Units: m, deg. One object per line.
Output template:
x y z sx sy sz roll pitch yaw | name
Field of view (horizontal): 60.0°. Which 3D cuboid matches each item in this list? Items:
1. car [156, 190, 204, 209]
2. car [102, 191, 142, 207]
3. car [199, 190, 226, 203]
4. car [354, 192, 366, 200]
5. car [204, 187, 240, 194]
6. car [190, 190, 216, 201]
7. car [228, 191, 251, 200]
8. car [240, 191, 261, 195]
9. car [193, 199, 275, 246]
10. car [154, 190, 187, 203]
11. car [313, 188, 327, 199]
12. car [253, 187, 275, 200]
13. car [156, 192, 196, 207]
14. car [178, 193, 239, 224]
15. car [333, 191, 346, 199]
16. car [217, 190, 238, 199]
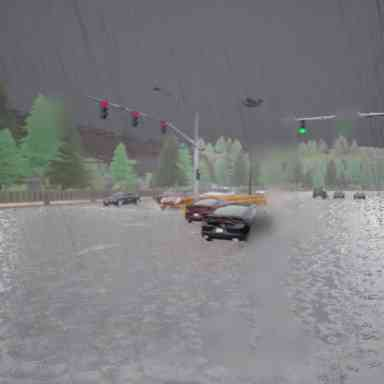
-1.031 0.699 31.053 2.097 1.767 4.553 1 1 28 | car
-7.155 0.702 34.448 1.837 1.490 4.892 1 1 28 | car
2.898 0.575 45.904 1.882 1.535 5.008 1 1 28 | car
31.363 0.693 62.219 1.994 1.385 4.181 1 1 28 | car
3.452 0.456 39.510 2.150 2.045 5.566 1 1 28 | car
1.741 0.467 51.133 2.128 1.511 4.902 1 1 28 | car
7.920 0.520 55.295 2.033 1.411 5.357 1 1 28 | car
7.895 0.688 47.821 1.994 1.385 4.181 1 1 29 | car
2.150 1.209 14.178 1.882 1.535 5.008 1 1 28 | car
-2.707 0.563 42.836 1.882 1.535 5.008 1 1 28 | car
25.148 0.218 65.422 2.150 2.045 5.566 1 1 28 | car
12.236 0.236 55.987 2.150 2.045 5.566 1 1 29 | car
-1.687 0.759 37.310 2.033 1.411 5.357 1 1 28 | car
1.396 1.076 20.244 1.882 1.535 5.008 1 1 28 | car
28.190 0.593 63.703 2.128 1.511 4.902 1 1 28 | car
6.519 0.347 60.134 2.128 1.511 4.902 1 1 28 | car
